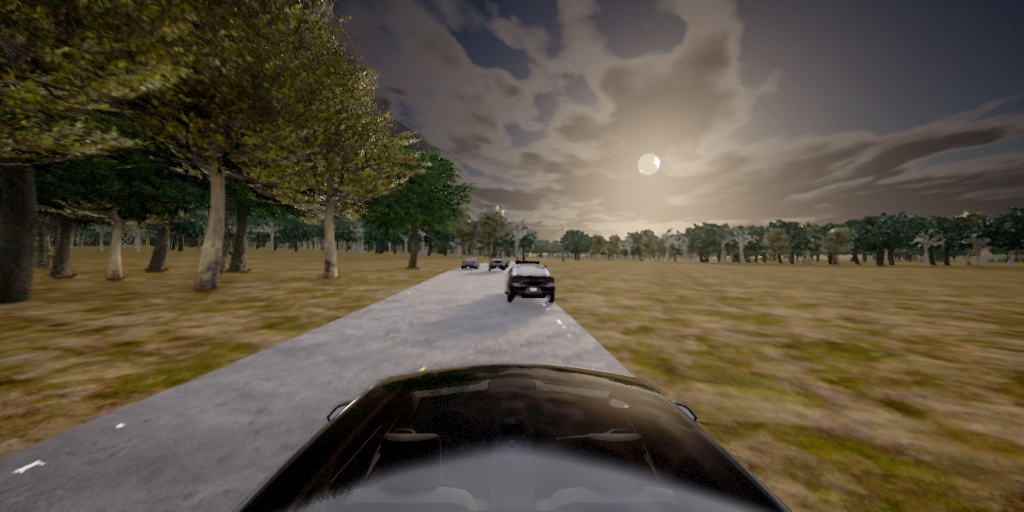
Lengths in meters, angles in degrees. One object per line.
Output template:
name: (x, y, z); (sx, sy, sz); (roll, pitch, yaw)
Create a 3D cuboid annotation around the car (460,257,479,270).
car: (-4.807, 0.856, 41.690); (2.033, 1.411, 5.357); (0, 1, -1)

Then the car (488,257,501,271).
car: (-1.561, 0.854, 38.563); (1.837, 1.490, 4.892); (0, 1, -2)

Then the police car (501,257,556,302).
police car: (0.659, 1.007, 15.848); (1.930, 1.638, 5.238); (1, 1, -3)
